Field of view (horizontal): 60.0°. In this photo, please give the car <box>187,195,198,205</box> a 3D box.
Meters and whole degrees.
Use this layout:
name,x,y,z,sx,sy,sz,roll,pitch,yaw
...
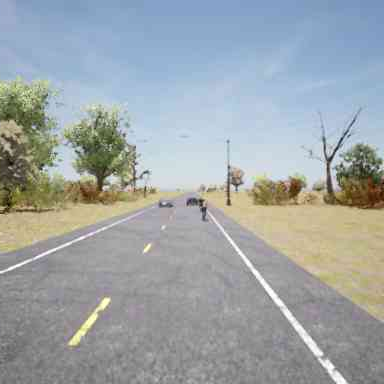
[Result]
name,x,y,z,sx,sy,sz,roll,pitch,yaw
car,0.088,1.315,55.561,1.837,1.490,4.892,0,1,0

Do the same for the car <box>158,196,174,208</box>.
name,x,y,z,sx,sy,sz,roll,pitch,yaw
car,-3.572,1.338,45.610,2.128,1.511,4.902,0,0,0

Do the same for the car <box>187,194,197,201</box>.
name,x,y,z,sx,sy,sz,roll,pitch,yaw
car,0.005,1.277,74.417,2.033,1.411,5.357,0,0,0

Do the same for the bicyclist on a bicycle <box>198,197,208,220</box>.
name,x,y,z,sx,sy,sz,roll,pitch,yaw
bicyclist on a bicycle,0.965,1.369,25.489,0.582,1.620,1.656,0,0,0
